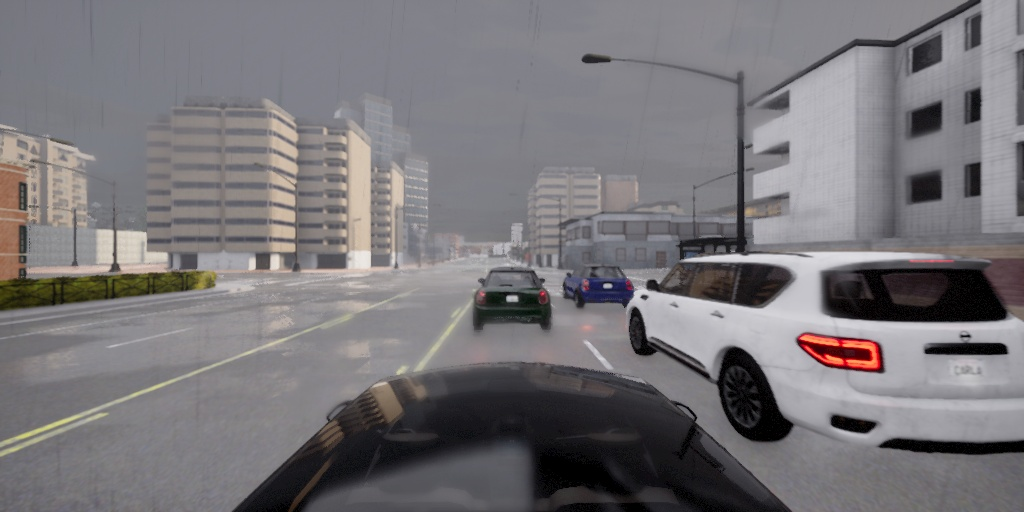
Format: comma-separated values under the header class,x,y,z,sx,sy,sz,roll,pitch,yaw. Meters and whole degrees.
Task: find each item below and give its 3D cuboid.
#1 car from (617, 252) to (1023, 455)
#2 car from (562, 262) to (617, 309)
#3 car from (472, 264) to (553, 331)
class,x,y,z,sx,sy,sz,roll,pitch,yaw
car,3.562,0.969,5.498,2.150,2.045,5.566,0,0,0
car,3.430,1.097,15.089,2.097,1.767,4.553,0,0,-1
car,-0.004,1.099,11.185,2.097,1.767,4.553,0,0,-1
